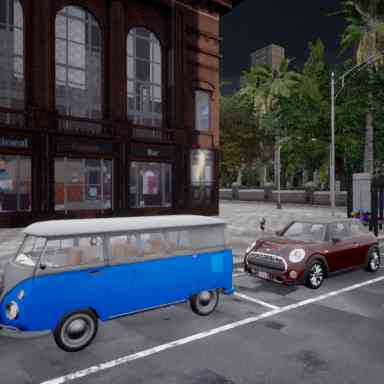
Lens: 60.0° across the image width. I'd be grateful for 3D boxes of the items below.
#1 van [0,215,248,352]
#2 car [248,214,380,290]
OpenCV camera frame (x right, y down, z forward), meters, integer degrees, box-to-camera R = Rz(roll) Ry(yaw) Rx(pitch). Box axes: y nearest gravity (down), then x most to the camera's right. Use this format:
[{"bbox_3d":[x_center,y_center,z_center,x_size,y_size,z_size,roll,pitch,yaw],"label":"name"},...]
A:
[{"bbox_3d":[-1.103,1.341,5.874,3.998,1.788,1.690,0,0,-36],"label":"van"},{"bbox_3d":[3.298,1.439,9.048,4.097,1.590,1.967,0,0,-36],"label":"car"}]
